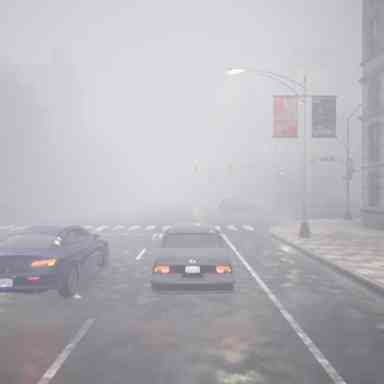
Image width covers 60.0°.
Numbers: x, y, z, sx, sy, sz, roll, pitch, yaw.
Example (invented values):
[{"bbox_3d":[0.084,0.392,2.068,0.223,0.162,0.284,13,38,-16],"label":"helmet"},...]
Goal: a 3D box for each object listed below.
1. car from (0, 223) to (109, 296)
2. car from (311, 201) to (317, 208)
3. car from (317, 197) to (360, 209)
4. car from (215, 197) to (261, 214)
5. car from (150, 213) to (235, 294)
[{"bbox_3d":[-3.488,1.523,8.492,1.812,1.442,4.674,0,0,0],"label":"car"},{"bbox_3d":[19.053,1.489,46.177,4.892,1.490,1.837,0,0,0],"label":"car"},{"bbox_3d":[19.071,1.511,42.685,4.674,1.442,1.812,0,0,0],"label":"car"},{"bbox_3d":[4.740,1.340,34.437,4.553,1.767,2.097,0,0,0],"label":"car"},{"bbox_3d":[0.010,1.544,8.939,2.033,1.411,5.357,0,0,0],"label":"car"}]
